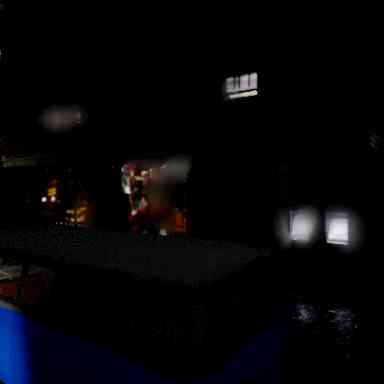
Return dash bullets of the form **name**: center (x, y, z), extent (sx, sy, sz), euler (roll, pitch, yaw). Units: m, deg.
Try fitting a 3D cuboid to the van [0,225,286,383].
- **van**: center (-1.022, 1.333, 3.571), extent (3.998, 1.788, 1.690), euler (0, 1, 35)
